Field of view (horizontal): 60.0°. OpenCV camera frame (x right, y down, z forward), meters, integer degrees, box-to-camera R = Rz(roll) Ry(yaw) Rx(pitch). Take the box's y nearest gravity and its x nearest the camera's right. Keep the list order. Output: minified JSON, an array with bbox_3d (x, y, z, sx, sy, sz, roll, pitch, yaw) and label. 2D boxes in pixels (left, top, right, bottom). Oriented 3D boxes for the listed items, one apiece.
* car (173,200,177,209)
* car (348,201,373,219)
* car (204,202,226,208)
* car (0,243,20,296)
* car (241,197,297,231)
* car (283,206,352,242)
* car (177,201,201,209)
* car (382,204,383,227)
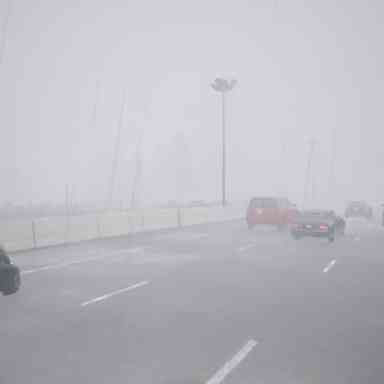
[{"bbox_3d":[-3.130,1.852,47.801,1.812,1.442,4.674,0,-1,33],"label":"car"},{"bbox_3d":[16.297,1.655,32.394,2.097,1.767,4.553,0,-1,32],"label":"car"},{"bbox_3d":[3.786,1.863,45.613,1.837,1.490,4.892,0,-1,33],"label":"car"},{"bbox_3d":[-5.426,1.214,4.564,2.150,2.045,5.566,0,0,32],"label":"car"},{"bbox_3d":[5.385,1.322,21.676,2.150,2.045,5.566,0,-1,32],"label":"car"},{"bbox_3d":[6.561,1.614,16.986,2.033,1.411,5.357,0,0,32],"label":"car"},{"bbox_3d":[0.375,1.849,46.782,1.837,1.490,4.892,0,-1,33],"label":"car"},{"bbox_3d":[14.739,1.398,23.378,2.150,2.045,5.566,0,-2,32],"label":"car"}]
